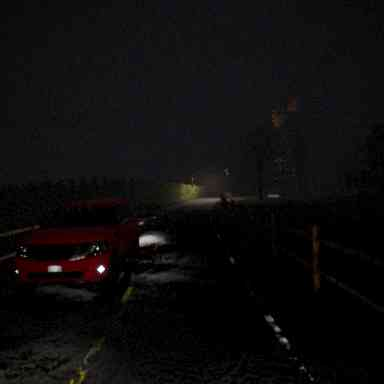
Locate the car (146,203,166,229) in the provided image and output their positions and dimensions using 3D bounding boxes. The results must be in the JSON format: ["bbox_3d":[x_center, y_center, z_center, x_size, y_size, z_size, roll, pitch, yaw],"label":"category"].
[{"bbox_3d":[-2.816,1.486,21.479,2.128,1.511,4.902,-1,0,1],"label":"car"}]

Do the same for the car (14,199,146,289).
[{"bbox_3d":[-2.910,1.258,9.765,2.150,2.045,5.566,-1,0,0],"label":"car"}]
